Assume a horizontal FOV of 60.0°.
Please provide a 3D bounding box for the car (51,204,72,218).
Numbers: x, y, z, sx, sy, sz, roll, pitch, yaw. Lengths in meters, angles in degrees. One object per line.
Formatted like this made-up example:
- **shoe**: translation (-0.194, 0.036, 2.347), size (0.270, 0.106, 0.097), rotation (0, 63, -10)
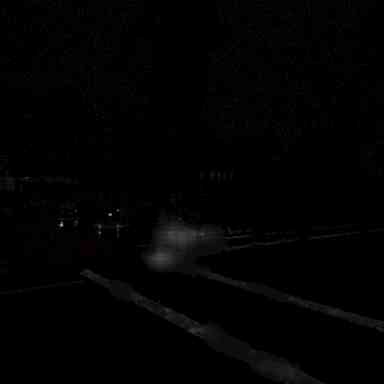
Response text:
- **car**: translation (-14.363, 2.058, 37.176), size (1.812, 1.442, 4.674), rotation (0, -1, -37)

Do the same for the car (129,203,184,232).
- **car**: translation (-2.411, 1.677, 21.234), size (1.812, 1.442, 4.674), rotation (0, -1, -37)

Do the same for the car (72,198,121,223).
- **car**: translation (-8.251, 1.529, 29.022), size (2.150, 2.045, 5.566), rotation (0, -1, -37)

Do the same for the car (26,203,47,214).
- **car**: translation (-22.761, 2.366, 48.499), size (2.033, 1.411, 5.357), rotation (0, -1, -37)

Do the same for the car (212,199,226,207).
- **car**: translation (5.504, 1.935, 59.976), size (1.970, 1.475, 3.806), rotation (0, -1, -37)
